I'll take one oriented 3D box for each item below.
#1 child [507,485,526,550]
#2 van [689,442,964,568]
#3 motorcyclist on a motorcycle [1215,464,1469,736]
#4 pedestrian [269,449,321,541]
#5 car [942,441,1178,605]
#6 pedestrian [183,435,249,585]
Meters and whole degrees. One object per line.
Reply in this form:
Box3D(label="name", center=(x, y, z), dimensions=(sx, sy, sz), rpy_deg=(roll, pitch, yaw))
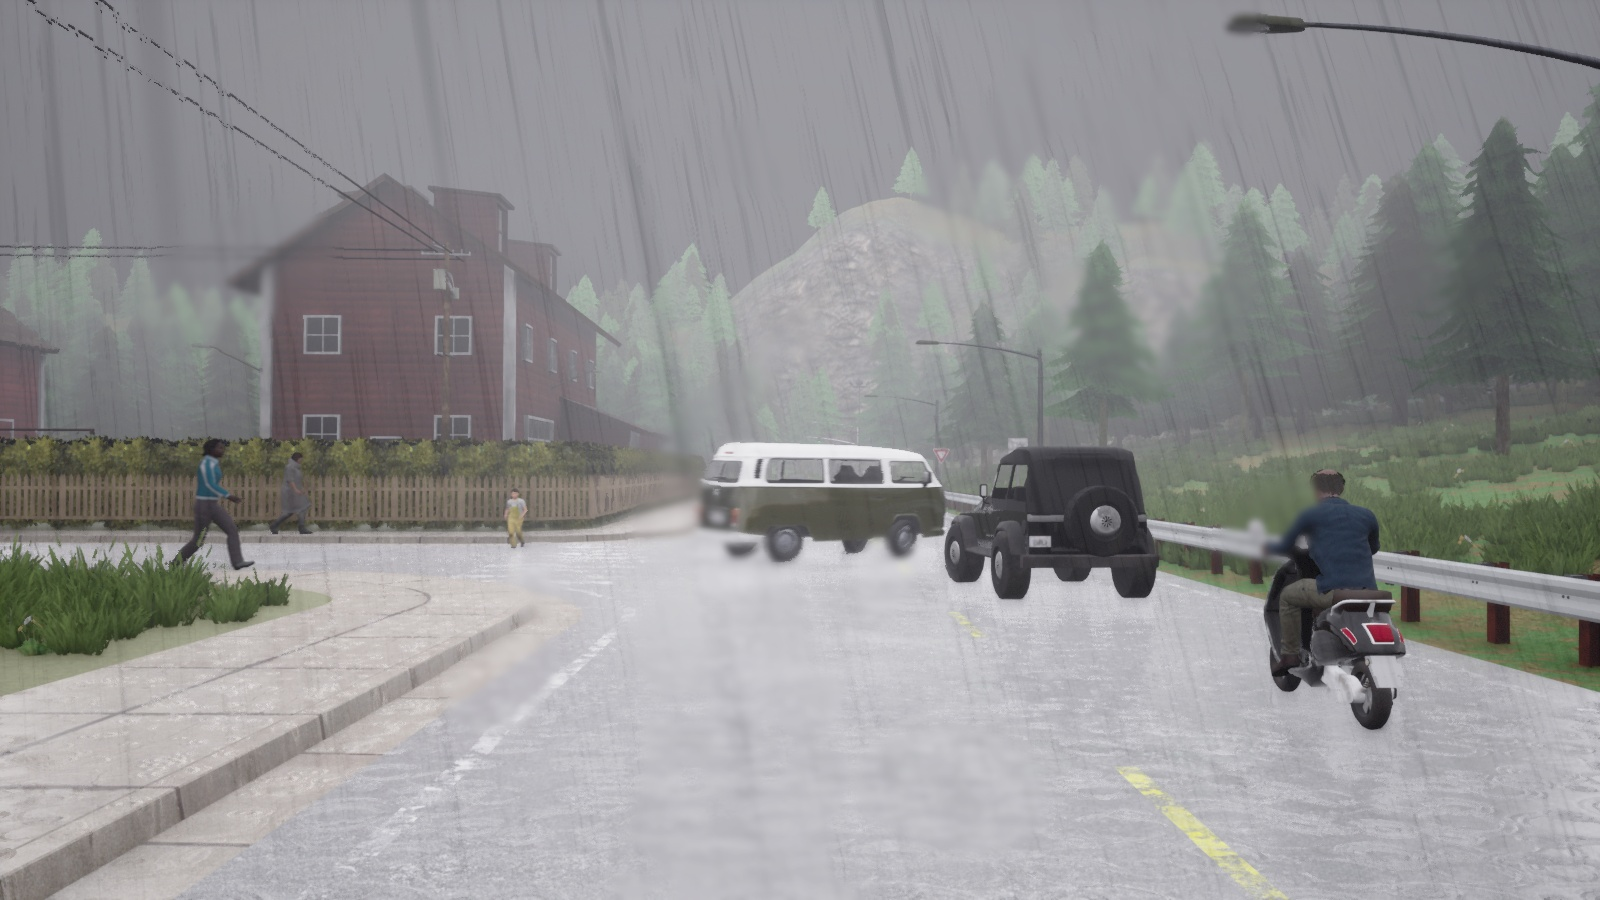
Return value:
Box3D(label="child", center=(-5.539, 1.313, 24.550), dimensions=(0.270, 1.263, 0.437), rpy_deg=(0, -1, 2))
Box3D(label="van", center=(0.504, 0.910, 22.373), dimensions=(4.480, 2.038, 2.069), rpy_deg=(0, 0, -32))
Box3D(label="motorcyclist on a motorcycle", center=(3.479, 0.893, 8.270), dimensions=(0.866, 1.590, 1.817), rpy_deg=(0, -1, 0))
Box3D(label="pedestrian", center=(-10.912, 0.968, 27.147), dimensions=(0.873, 1.952, 0.659), rpy_deg=(0, -1, -1))
Box3D(label="car", center=(3.249, 0.874, 16.502), dimensions=(1.905, 1.878, 3.866), rpy_deg=(0, -1, -7))
Box3D(label="pedestrian", center=(-7.639, 0.776, 16.452), dimensions=(0.692, 1.930, 0.396), rpy_deg=(0, -1, -8))
